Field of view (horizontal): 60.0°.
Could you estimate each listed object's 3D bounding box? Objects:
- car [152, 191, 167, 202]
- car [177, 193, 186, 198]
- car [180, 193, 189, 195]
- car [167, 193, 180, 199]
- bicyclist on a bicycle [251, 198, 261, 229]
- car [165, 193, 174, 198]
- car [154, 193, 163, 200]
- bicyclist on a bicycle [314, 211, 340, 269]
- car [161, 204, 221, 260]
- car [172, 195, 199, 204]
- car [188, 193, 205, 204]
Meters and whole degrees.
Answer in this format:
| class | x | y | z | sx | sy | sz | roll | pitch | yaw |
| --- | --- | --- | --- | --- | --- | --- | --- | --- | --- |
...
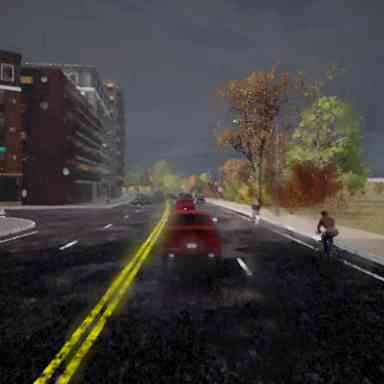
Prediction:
| class | x | y | z | sx | sy | sz | roll | pitch | yaw |
| --- | --- | --- | --- | --- | --- | --- | --- | --- | --- |
| car | -6.280 | 0.859 | 62.695 | 2.150 | 2.045 | 5.566 | 0 | 0 | -5 |
| car | -2.872 | 0.954 | 90.443 | 1.837 | 1.490 | 4.892 | 0 | 0 | -8 |
| car | -0.947 | 1.034 | 74.642 | 1.882 | 1.535 | 5.008 | 0 | 0 | -6 |
| car | -4.802 | 1.063 | 79.754 | 2.033 | 1.411 | 5.357 | 0 | 0 | -7 |
| bicyclist on a bicycle | 3.794 | 1.257 | 19.833 | 0.659 | 1.776 | 1.843 | 0 | 1 | -2 |
| car | -6.108 | 0.914 | 90.136 | 1.994 | 1.385 | 4.181 | 0 | 0 | -8 |
| car | -7.960 | 1.059 | 78.787 | 2.128 | 1.511 | 4.902 | 0 | 0 | -6 |
| bicyclist on a bicycle | 4.031 | 1.395 | 9.945 | 0.582 | 1.620 | 1.656 | 0 | 0 | -1 |
| car | -0.057 | 1.409 | 12.148 | 1.882 | 1.535 | 5.008 | 0 | 0 | -1 |
| car | -0.680 | 1.304 | 30.796 | 1.882 | 1.535 | 5.008 | 0 | 0 | -3 |
| car | 1.015 | 1.171 | 55.016 | 2.128 | 1.511 | 4.902 | 0 | 0 | -5 |
